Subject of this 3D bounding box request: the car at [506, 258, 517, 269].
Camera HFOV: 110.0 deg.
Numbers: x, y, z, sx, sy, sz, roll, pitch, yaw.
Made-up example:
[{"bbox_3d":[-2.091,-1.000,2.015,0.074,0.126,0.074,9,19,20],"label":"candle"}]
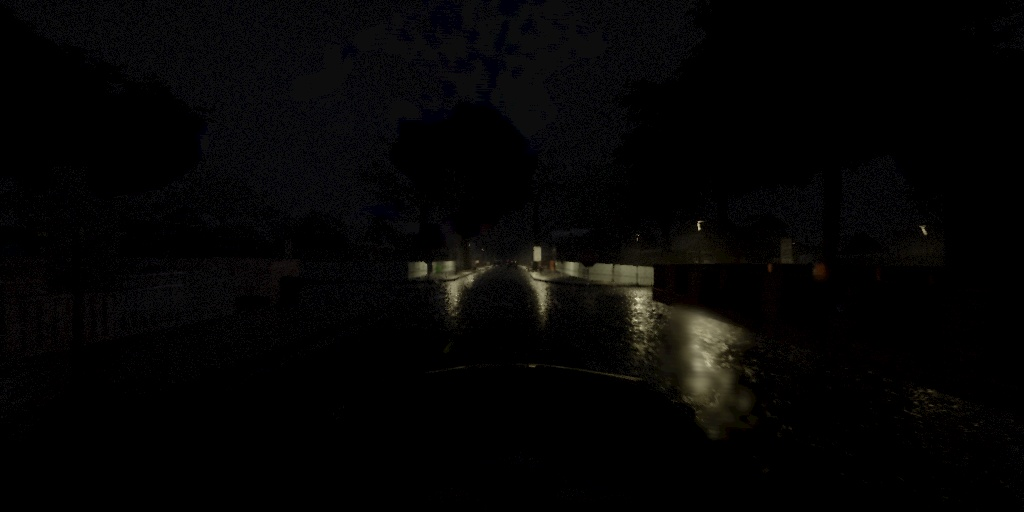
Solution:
[{"bbox_3d":[-0.003,1.571,64.897,2.128,1.511,4.902,0,-1,0],"label":"car"}]
